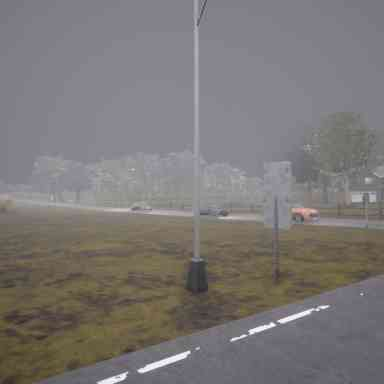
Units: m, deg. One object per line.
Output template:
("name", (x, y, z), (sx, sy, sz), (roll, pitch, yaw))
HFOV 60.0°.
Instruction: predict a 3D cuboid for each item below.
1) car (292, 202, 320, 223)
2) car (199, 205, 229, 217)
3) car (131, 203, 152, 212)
("car", (8.785, 1.675, 29.144), (2.097, 1.767, 4.553), (-1, -1, -35))
("car", (2.352, 2.145, 38.263), (1.994, 1.385, 4.181), (-1, -1, -35))
("car", (-8.185, 2.437, 53.283), (2.128, 1.511, 4.902), (-1, -1, -35))
